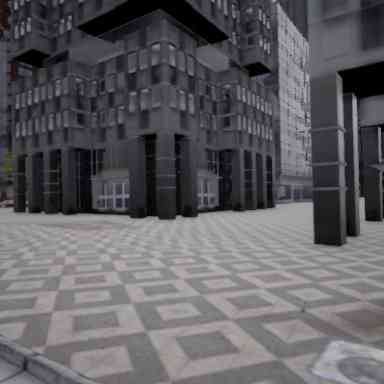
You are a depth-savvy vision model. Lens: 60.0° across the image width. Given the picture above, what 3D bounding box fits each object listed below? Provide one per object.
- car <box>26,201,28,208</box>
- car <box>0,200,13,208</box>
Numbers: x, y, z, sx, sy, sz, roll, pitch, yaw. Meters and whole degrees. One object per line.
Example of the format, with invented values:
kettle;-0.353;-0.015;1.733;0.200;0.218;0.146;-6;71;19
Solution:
car;-28.468;2.206;59.478;1.947;1.339;4.313;-2;-1;35
car;-35.481;2.292;64.326;1.967;1.590;4.097;-2;-1;35
